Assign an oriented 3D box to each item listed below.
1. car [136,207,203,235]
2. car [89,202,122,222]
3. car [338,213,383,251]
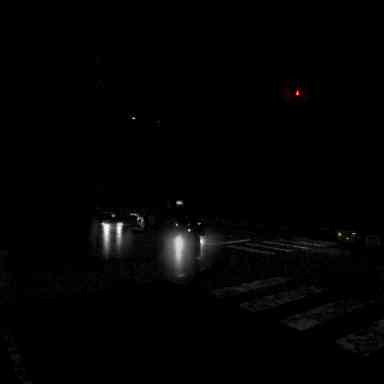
[{"bbox_3d":[-1.519,1.615,19.577,2.033,1.411,5.357,0,0,-32],"label":"car"},{"bbox_3d":[-7.550,1.604,27.960,2.128,1.511,4.902,0,0,-35],"label":"car"},{"bbox_3d":[8.539,1.516,13.454,4.892,1.490,1.837,0,2,7],"label":"car"}]
